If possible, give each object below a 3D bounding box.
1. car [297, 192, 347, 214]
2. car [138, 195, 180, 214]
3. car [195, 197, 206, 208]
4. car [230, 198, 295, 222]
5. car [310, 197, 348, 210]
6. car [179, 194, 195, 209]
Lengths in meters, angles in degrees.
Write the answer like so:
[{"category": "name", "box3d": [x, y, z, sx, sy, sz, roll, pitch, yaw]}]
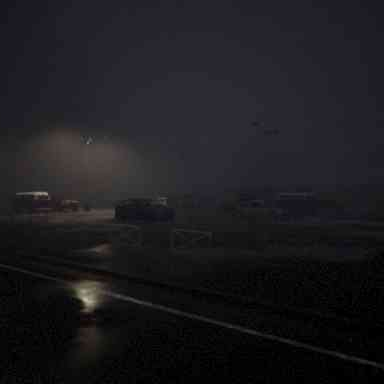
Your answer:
[{"category": "car", "box3d": [14.925, 1.144, 38.188, 4.605, 1.855, 1.932, 0, 0, 36]}, {"category": "car", "box3d": [-3.760, 1.372, 37.909, 3.806, 1.475, 1.970, 0, 0, 36]}, {"category": "car", "box3d": [-0.545, 1.129, 42.468, 4.605, 1.855, 1.932, 0, 0, 36]}, {"category": "car", "box3d": [5.139, 1.386, 24.413, 3.806, 1.475, 1.970, 0, 0, 36]}, {"category": "car", "box3d": [16.667, 1.354, 40.503, 3.905, 1.438, 1.784, 0, 0, 36]}, {"category": "car", "box3d": [-2.070, 1.340, 40.259, 3.905, 1.438, 1.784, 0, 0, 36]}]
